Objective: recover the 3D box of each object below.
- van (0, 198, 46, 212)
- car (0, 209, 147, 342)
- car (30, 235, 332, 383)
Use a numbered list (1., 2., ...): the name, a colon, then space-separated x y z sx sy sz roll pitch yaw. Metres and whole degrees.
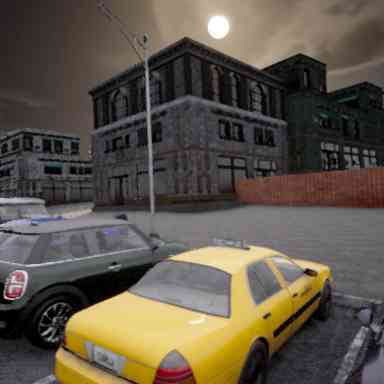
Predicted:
1. van: -6.218 1.180 9.928 1.878 1.987 4.442 0 0 36
2. car: -1.781 1.305 6.565 2.185 1.767 4.553 0 0 36
3. car: 0.717 1.456 5.042 1.946 1.575 5.366 1 0 36
